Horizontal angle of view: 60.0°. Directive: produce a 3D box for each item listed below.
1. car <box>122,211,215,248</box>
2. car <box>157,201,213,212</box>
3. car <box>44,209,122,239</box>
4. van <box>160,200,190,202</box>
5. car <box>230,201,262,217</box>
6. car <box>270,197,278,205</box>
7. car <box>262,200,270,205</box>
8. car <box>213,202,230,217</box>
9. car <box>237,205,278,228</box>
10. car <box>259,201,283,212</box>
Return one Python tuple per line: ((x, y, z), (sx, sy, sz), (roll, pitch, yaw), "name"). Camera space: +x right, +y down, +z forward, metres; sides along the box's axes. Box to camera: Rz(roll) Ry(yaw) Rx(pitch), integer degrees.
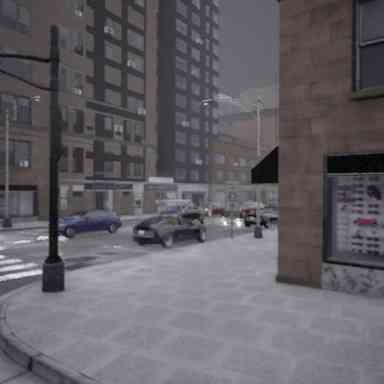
((-0.991, 1.829, 16.209), (1.947, 1.339, 4.313), (0, 0, 36), "car")
((-0.756, 1.774, 26.693), (2.128, 1.511, 4.902), (1, 0, 36), "car")
((-6.128, 1.736, 19.259), (1.812, 1.442, 4.674), (1, 0, 38), "car")
((-1.461, 1.621, 30.114), (1.690, 1.788, 3.998), (0, 0, 36), "van")
((5.113, 1.715, 34.798), (2.097, 1.767, 4.553), (1, 0, 36), "car")
((11.243, 1.676, 43.244), (2.150, 2.045, 5.566), (1, 0, 33), "car")
((8.097, 1.943, 43.340), (1.752, 1.417, 4.829), (0, 0, 36), "car")
((1.758, 1.764, 34.568), (1.967, 1.590, 4.097), (0, 0, 36), "car")
((5.448, 1.915, 25.119), (1.947, 1.339, 4.313), (0, 0, 36), "car")
((11.415, 2.051, 47.933), (1.802, 1.307, 4.206), (0, -1, 36), "car")
